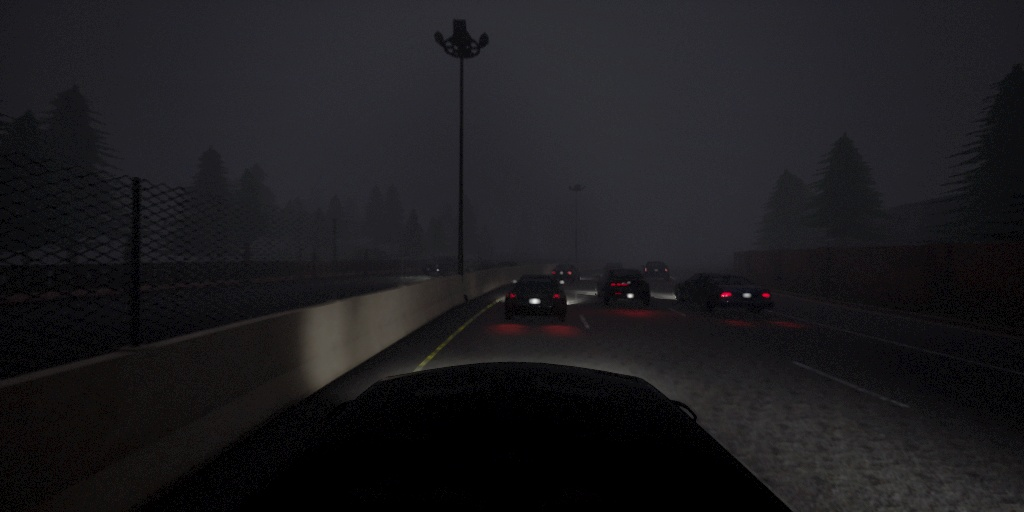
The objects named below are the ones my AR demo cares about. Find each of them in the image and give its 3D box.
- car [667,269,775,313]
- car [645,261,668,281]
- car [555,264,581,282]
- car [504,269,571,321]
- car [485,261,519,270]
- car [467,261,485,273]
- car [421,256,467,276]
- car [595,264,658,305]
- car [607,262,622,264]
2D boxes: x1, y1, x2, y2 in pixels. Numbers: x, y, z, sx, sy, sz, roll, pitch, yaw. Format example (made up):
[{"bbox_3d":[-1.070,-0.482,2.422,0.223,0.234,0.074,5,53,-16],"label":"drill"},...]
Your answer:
[{"bbox_3d":[8.123,1.350,14.313,2.033,1.411,5.357,0,0,9],"label":"car"},{"bbox_3d":[12.459,1.193,31.248,2.097,1.767,4.553,0,0,19],"label":"car"},{"bbox_3d":[4.550,1.348,29.881,2.033,1.411,5.357,0,0,18],"label":"car"},{"bbox_3d":[0.906,1.329,12.723,1.994,1.385,4.181,0,0,6],"label":"car"},{"bbox_3d":[-0.620,1.287,36.768,1.837,1.490,4.892,0,0,21],"label":"car"},{"bbox_3d":[-3.417,1.262,39.214,2.128,1.511,4.902,0,0,21],"label":"car"},{"bbox_3d":[-7.435,0.970,38.574,2.150,2.045,5.566,0,0,20],"label":"car"},{"bbox_3d":[4.949,1.294,16.299,1.837,1.490,4.892,0,0,9],"label":"car"},{"bbox_3d":[9.745,1.308,34.042,1.882,1.535,5.008,0,0,20],"label":"car"}]
